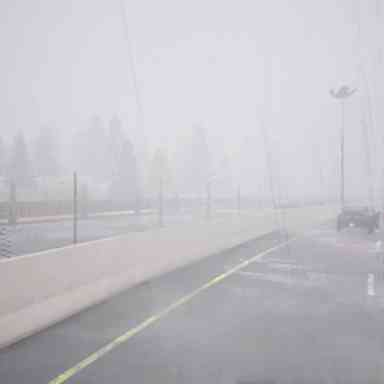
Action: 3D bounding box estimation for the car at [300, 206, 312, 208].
[{"bbox_3d":[15.176,1.629,41.801,4.674,1.442,1.812,0,0,-43],"label":"car"}]

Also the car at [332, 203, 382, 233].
[{"bbox_3d":[10.056,1.540,19.972,1.837,1.490,4.892,0,-1,35],"label":"car"}]
